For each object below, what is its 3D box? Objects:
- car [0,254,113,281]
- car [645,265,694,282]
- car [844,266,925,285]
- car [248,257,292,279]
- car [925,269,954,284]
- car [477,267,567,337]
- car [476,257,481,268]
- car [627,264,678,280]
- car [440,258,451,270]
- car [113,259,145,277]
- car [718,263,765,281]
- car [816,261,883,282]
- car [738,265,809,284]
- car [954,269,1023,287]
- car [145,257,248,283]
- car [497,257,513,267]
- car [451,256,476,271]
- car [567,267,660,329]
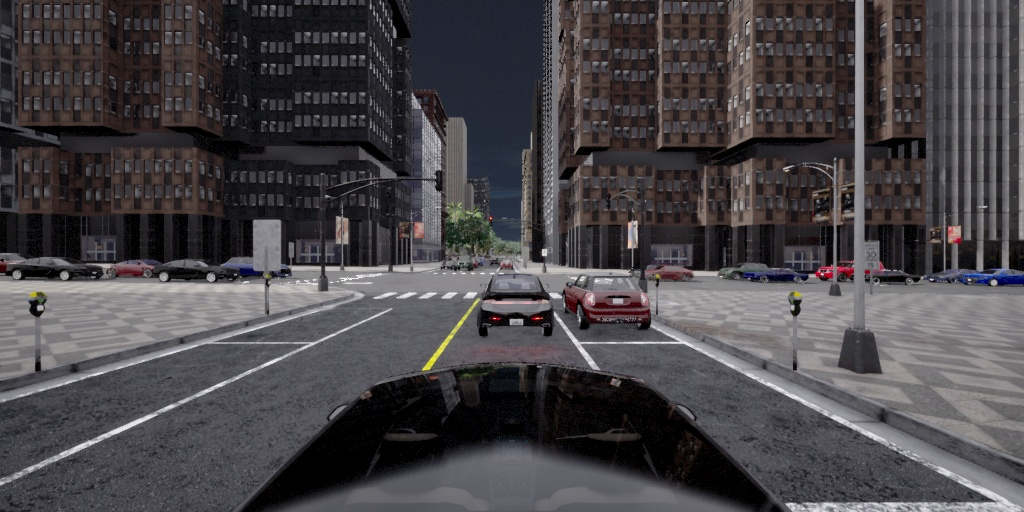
[{"bbox_3d":[-30.742,0.827,24.240,5.008,1.535,1.882,1,0,0],"label":"car"},{"bbox_3d":[13.392,1.493,31.317,4.674,1.442,1.812,1,0,-1],"label":"car"},{"bbox_3d":[32.608,1.848,31.500,4.718,1.301,1.895,1,0,-1],"label":"car"},{"bbox_3d":[-19.566,0.855,27.588,4.553,1.767,2.097,1,0,0],"label":"car"},{"bbox_3d":[43.439,1.950,34.802,5.357,1.411,2.033,1,0,0],"label":"car"},{"bbox_3d":[0.075,1.241,10.322,2.128,1.511,4.902,0,0,-1],"label":"car"},{"bbox_3d":[-6.675,1.251,59.399,1.882,1.535,5.008,0,0,0],"label":"car"},{"bbox_3d":[13.497,1.530,34.588,4.181,1.385,1.994,1,0,0],"label":"car"},{"bbox_3d":[-9.290,1.324,52.510,1.948,1.339,4.313,0,0,-1],"label":"car"},{"bbox_3d":[-28.209,0.945,27.506,4.181,1.385,1.994,1,0,-1],"label":"car"},{"bbox_3d":[22.467,1.447,34.665,4.553,1.767,2.097,1,0,-1],"label":"car"},{"bbox_3d":[32.806,1.468,34.749,5.566,2.045,2.150,1,0,-1],"label":"car"},{"bbox_3d":[22.993,1.708,31.420,4.718,1.301,1.895,1,0,0],"label":"car"},{"bbox_3d":[42.782,1.874,31.551,5.008,1.535,1.882,1,0,0],"label":"car"},{"bbox_3d":[-21.275,0.960,24.323,5.008,1.535,1.882,1,0,-1],"label":"car"},{"bbox_3d":[-0.765,1.198,52.589,1.967,1.591,4.097,0,0,-1],"label":"car"},{"bbox_3d":[-6.593,0.973,49.408,2.150,2.045,5.566,0,0,0],"label":"car"},{"bbox_3d":[2.733,1.190,11.208,1.967,1.591,4.097,0,0,0],"label":"car"}]
